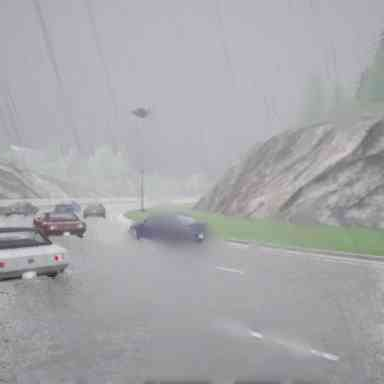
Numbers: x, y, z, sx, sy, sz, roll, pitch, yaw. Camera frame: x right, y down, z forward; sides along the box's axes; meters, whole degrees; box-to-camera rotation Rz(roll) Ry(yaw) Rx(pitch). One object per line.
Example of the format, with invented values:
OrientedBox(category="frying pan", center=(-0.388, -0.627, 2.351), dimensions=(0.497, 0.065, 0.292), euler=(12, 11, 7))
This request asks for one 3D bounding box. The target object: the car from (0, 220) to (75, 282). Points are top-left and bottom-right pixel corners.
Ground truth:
OrientedBox(category="car", center=(-5.263, 1.640, 9.369), dimensions=(1.895, 1.301, 4.718), euler=(1, 0, -42))

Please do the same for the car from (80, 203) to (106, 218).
OrientedBox(category="car", center=(-9.428, 1.734, 32.471), dimensions=(1.994, 1.385, 4.181), euler=(0, 0, -13))

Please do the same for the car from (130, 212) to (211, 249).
OrientedBox(category="car", center=(-1.083, 1.623, 15.250), dimensions=(1.812, 1.442, 4.674), euler=(0, 0, -40))

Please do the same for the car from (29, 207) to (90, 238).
OrientedBox(category="car", center=(-7.127, 1.685, 17.615), dimensions=(1.895, 1.301, 4.718), euler=(0, 0, -33))

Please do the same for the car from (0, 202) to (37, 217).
OrientedBox(category="car", center=(-16.718, 1.687, 32.864), dimensions=(2.033, 1.411, 5.357), euler=(0, 0, -10))

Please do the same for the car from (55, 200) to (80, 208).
OrientedBox(category="car", center=(-13.668, 1.657, 36.939), dimensions=(1.882, 1.535, 5.008), euler=(0, 0, -7))
